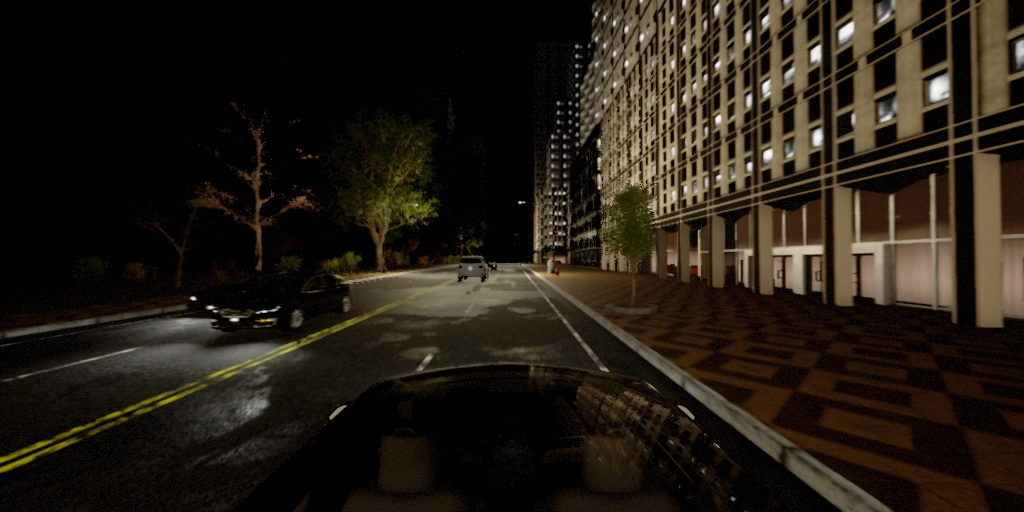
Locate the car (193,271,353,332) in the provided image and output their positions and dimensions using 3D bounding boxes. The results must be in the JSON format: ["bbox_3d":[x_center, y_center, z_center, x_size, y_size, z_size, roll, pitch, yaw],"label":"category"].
[{"bbox_3d":[-6.588,1.262,10.945,1.837,1.490,4.892,0,0,0],"label":"car"}]

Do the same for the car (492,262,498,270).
[{"bbox_3d":[-3.135,1.480,53.293,1.895,1.301,4.718,0,0,0],"label":"car"}]

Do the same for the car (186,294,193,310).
[{"bbox_3d":[-9.828,1.309,14.369,2.033,1.411,5.357,0,0,0],"label":"car"}]

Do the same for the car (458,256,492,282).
[{"bbox_3d":[-3.142,1.014,29.773,2.150,2.045,5.566,0,0,0],"label":"car"}]
